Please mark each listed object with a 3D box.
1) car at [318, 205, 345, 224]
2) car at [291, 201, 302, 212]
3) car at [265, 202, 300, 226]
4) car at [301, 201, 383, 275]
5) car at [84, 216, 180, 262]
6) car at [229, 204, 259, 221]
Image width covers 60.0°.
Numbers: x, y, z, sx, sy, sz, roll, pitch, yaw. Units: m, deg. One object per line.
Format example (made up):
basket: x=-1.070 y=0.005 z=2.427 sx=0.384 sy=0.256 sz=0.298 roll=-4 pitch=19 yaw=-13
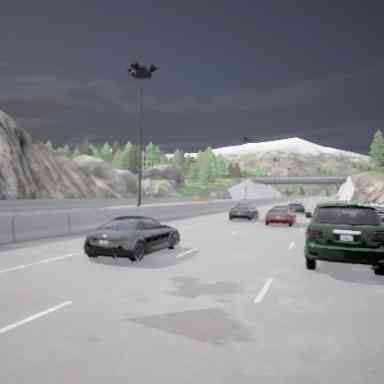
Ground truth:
car: x=11.816 y=1.866 z=28.305 sx=1.895 sy=1.301 sz=4.718 roll=1 pitch=0 yaw=22
car: x=12.639 y=1.810 z=39.903 sx=2.128 sy=1.511 sz=4.902 roll=1 pitch=0 yaw=22
car: x=6.767 y=1.746 z=25.068 sx=1.994 sy=1.385 sz=4.181 roll=1 pitch=0 yaw=22
car: x=5.064 y=1.330 z=11.239 sx=2.150 sy=2.045 sz=5.566 roll=1 pitch=0 yaw=22
car: x=-2.039 y=1.576 z=12.363 sx=1.994 sy=1.385 sz=4.181 roll=1 pitch=0 yaw=22
car: x=4.625 y=1.730 z=29.155 sx=1.994 sy=1.385 sz=4.181 roll=1 pitch=0 yaw=22
